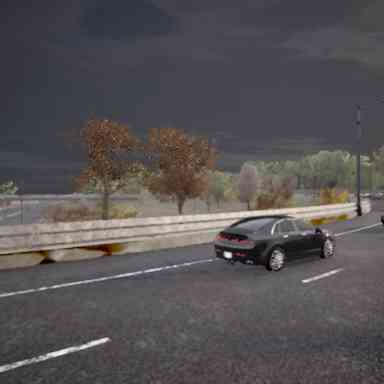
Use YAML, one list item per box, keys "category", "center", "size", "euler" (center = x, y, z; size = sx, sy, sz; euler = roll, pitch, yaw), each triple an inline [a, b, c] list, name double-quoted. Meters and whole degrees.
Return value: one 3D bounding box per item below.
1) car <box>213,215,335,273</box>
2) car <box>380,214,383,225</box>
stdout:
- category: "car"
  center: [2.845, 1.509, 10.841]
  size: [4.892, 1.490, 1.837]
  euler: [0, 0, -40]
- category: "car"
  center: [13.577, 1.576, 21.167]
  size: [1.895, 1.301, 4.718]
  euler: [0, 0, 42]
